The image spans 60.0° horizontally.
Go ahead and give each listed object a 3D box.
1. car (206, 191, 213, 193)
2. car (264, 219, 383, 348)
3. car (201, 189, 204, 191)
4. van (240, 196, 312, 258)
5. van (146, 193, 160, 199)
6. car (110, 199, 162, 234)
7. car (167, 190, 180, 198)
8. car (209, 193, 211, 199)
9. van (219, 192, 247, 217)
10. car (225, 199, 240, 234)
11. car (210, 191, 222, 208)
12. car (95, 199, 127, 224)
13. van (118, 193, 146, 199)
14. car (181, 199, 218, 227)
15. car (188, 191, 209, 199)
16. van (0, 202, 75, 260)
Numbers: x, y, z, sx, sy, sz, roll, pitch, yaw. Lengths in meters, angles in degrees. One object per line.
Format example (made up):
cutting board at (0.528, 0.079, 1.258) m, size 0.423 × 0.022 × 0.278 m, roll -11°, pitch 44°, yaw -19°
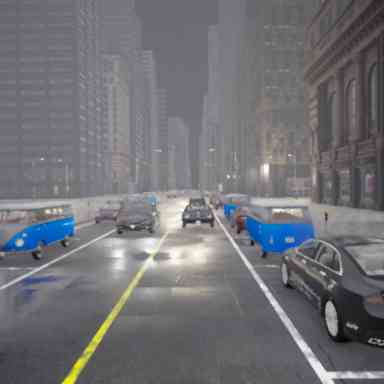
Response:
car at (3.385, 0.777, 45.811) m, size 2.192 × 1.841 × 5.009 m, roll -1°, pitch 1°, yaw 1°
car at (2.845, 1.448, 6.077) m, size 2.008 × 1.369 × 4.403 m, roll -1°, pitch 1°, yaw 1°
car at (3.911, 0.605, 84.062) m, size 2.008 × 1.369 × 4.403 m, roll -1°, pitch 1°, yaw 1°
van at (2.919, 1.175, 11.751) m, size 1.690 × 1.788 × 3.998 m, roll -1°, pitch 1°, yaw 1°
van at (-5.216, 0.966, 40.242) m, size 1.690 × 1.788 × 3.998 m, roll -1°, pitch 1°, yaw 1°
car at (-2.754, 1.339, 17.985) m, size 1.837 × 1.490 × 4.892 m, roll -1°, pitch 1°, yaw 1°
car at (-4.693, 0.530, 78.528) m, size 2.192 × 1.841 × 5.009 m, roll -1°, pitch 1°, yaw 1°
car at (3.311, 1.105, 40.137) m, size 1.802 × 1.307 × 4.206 m, roll -1°, pitch 1°, yaw 1°
van at (3.074, 1.050, 23.104) m, size 1.690 × 1.788 × 3.998 m, roll -1°, pitch 1°, yaw 1°
car at (3.000, 1.316, 17.430) m, size 1.887 × 1.381 × 4.507 m, roll -1°, pitch 1°, yaw 1°
car at (3.231, 1.025, 34.459) m, size 1.967 × 1.590 × 4.097 m, roll -1°, pitch 1°, yaw 1°
car at (-5.446, 1.392, 23.215) m, size 1.802 × 1.307 × 4.206 m, roll -1°, pitch 1°, yaw 1°
van at (-5.372, 1.089, 28.889) m, size 1.690 × 1.788 × 3.998 m, roll -1°, pitch 1°, yaw 1°
car at (0.372, 1.368, 20.701) m, size 1.895 × 1.301 × 4.718 m, roll -1°, pitch 1°, yaw 1°
car at (0.611, 1.051, 38.480) m, size 1.882 × 1.535 × 5.008 m, roll -1°, pitch 1°, yaw 1°
van at (-5.605, 1.277, 11.860) m, size 1.690 × 1.788 × 3.998 m, roll -1°, pitch 1°, yaw 1°
